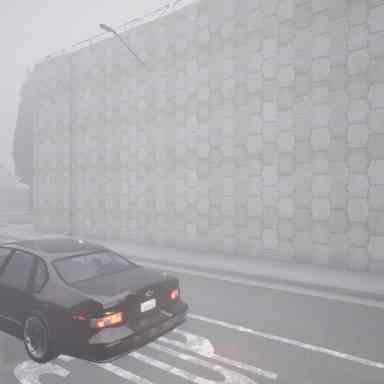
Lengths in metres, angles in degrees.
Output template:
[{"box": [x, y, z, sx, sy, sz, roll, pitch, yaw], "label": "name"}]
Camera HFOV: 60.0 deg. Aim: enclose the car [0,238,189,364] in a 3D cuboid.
[{"box": [-2.628, 1.547, 5.852, 5.357, 1.411, 2.033, 0, 0, 35], "label": "car"}]
